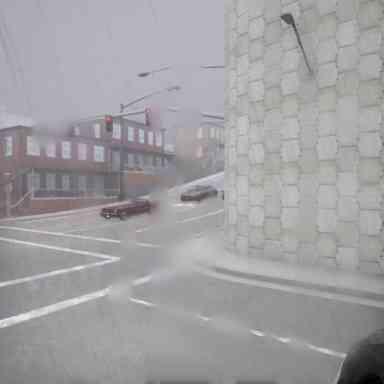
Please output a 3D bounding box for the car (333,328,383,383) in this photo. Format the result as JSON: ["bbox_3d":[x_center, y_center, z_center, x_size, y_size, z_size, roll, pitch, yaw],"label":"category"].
[{"bbox_3d":[3.318,1.492,1.597,4.902,1.511,2.128,0,0,36],"label":"car"}]

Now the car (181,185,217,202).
[{"bbox_3d":[0.684,0.077,32.107,1.994,1.385,4.181,0,9,36],"label":"car"}]

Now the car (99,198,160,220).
[{"bbox_3d":[-4.550,1.187,24.722,1.895,1.301,4.718,0,5,35],"label":"car"}]

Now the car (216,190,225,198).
[{"bbox_3d":[4.851,-0.261,31.597,2.033,1.411,5.357,0,10,35],"label":"car"}]
